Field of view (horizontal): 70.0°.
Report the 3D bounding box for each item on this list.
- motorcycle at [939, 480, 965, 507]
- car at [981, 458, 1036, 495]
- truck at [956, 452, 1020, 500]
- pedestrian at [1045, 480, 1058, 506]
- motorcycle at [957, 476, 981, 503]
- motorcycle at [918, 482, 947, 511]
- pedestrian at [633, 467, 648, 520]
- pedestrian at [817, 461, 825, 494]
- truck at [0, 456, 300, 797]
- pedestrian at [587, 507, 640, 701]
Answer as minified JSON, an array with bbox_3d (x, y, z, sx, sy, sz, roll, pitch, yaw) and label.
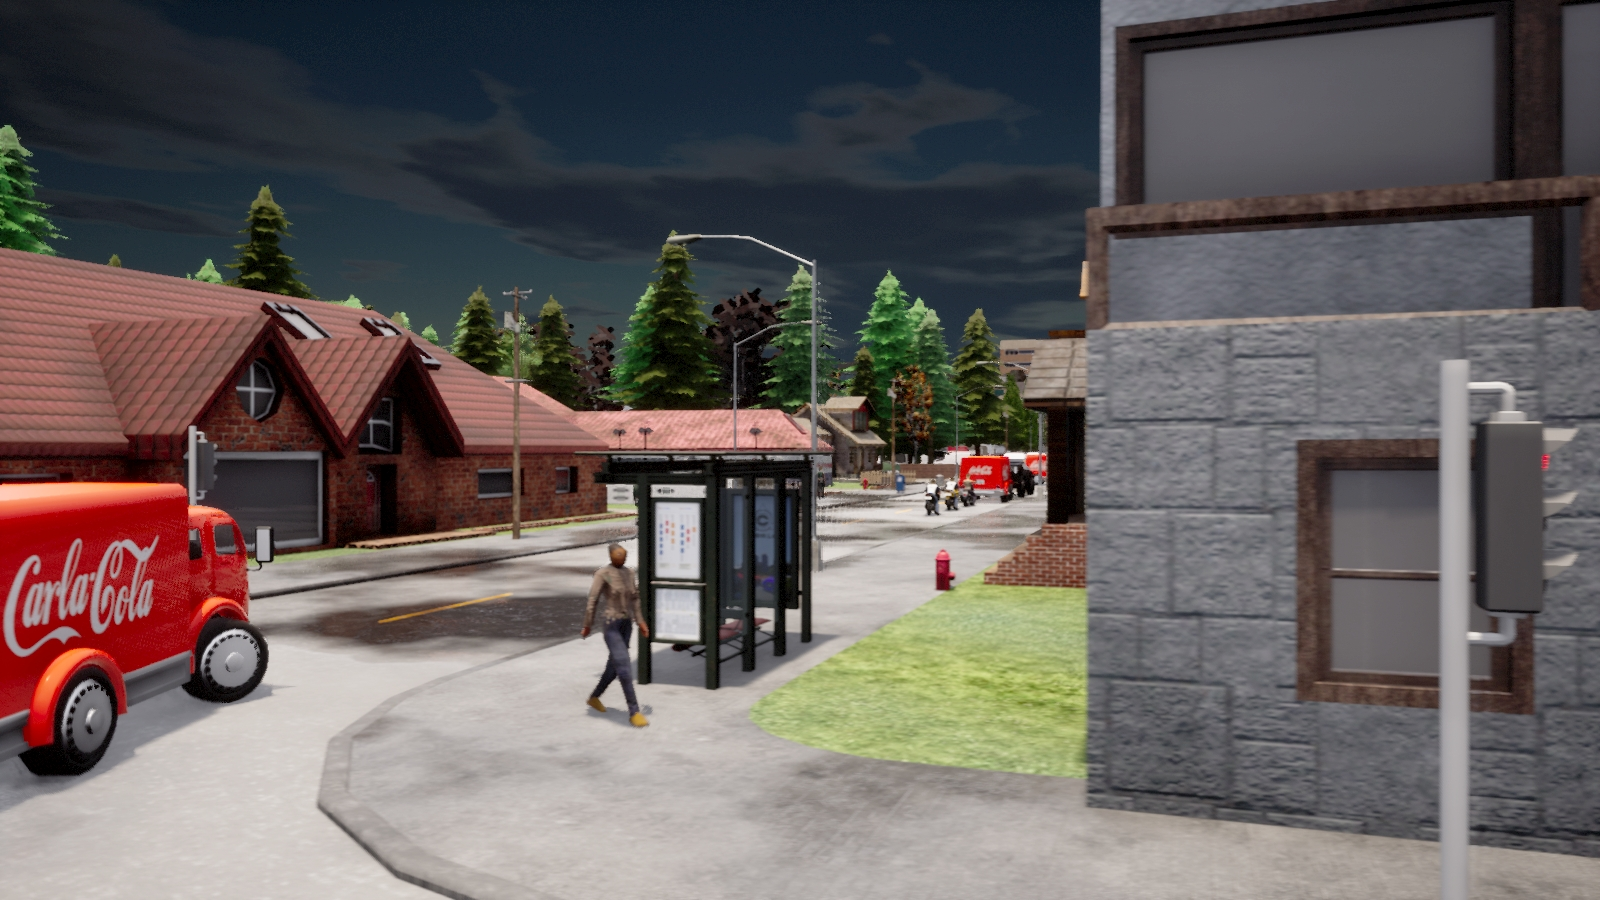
[{"bbox_3d":[7.020,1.989,52.813,0.803,1.145,2.033,0,0,19],"label":"motorcycle"},{"bbox_3d":[12.747,1.531,69.457,2.390,2.098,6.274,0,0,19],"label":"car"},{"bbox_3d":[10.295,1.345,62.312,2.627,2.467,5.204,0,0,19],"label":"truck"},{"bbox_3d":[11.063,1.901,50.323,0.500,1.100,0.500,0,0,21],"label":"pedestrian"},{"bbox_3d":[8.434,1.946,56.912,0.764,1.277,2.356,0,0,19],"label":"motorcycle"},{"bbox_3d":[5.682,1.989,48.921,0.803,1.145,2.033,0,0,19],"label":"motorcycle"},{"bbox_3d":[-5.612,1.514,40.146,0.375,1.860,0.375,0,0,19],"label":"pedestrian"},{"bbox_3d":[1.148,1.515,63.208,0.375,1.860,0.375,0,0,11],"label":"pedestrian"},{"bbox_3d":[-7.340,1.356,11.068,2.627,2.467,5.204,0,1,1],"label":"truck"},{"bbox_3d":[-1.860,1.513,11.386,0.375,1.860,0.375,0,0,-45],"label":"pedestrian"}]
